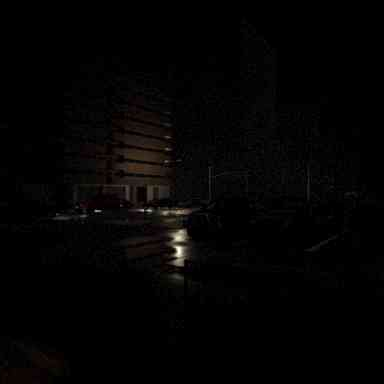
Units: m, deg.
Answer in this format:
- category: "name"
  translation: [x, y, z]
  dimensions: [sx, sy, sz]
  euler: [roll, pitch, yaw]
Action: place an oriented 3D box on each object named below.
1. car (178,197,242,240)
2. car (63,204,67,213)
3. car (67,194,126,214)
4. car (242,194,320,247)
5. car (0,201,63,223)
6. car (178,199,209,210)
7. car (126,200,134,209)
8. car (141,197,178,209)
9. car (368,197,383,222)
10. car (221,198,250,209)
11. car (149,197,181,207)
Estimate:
- category: "car"
  translation: [1.585, 1.153, 15.981]
  dimensions: [1.932, 1.855, 4.605]
  euler: [0, 0, 34]
- category: "car"
  translation: [-15.267, 1.601, 35.092]
  dimensions: [1.895, 1.301, 4.718]
  euler: [0, 0, 34]
- category: "car"
  translation: [-10.244, 1.221, 36.285]
  dimensions: [2.150, 2.045, 5.566]
  euler: [0, 0, 34]
- category: "car"
  translation: [3.950, 1.156, 14.313]
  dimensions: [1.905, 1.878, 3.866]
  euler: [0, 0, 34]
- category: "car"
  translation: [-12.883, 1.505, 25.717]
  dimensions: [1.837, 1.490, 4.892]
  euler: [0, 0, 34]
- category: "car"
  translation: [0.217, 1.601, 45.219]
  dimensions: [1.895, 1.301, 4.718]
  euler: [0, 0, 34]
- category: "car"
  translation: [-9.885, 1.547, 43.091]
  dimensions: [2.033, 1.411, 5.357]
  euler: [0, 0, 34]
- category: "car"
  translation: [-4.428, 1.547, 44.917]
  dimensions: [2.033, 1.411, 5.357]
  euler: [0, 0, 34]
- category: "car"
  translation: [15.988, 1.395, 27.256]
  dimensions: [1.970, 1.475, 3.806]
  euler: [0, 0, 34]
- category: "car"
  translation: [6.354, 1.547, 48.073]
  dimensions: [2.033, 1.411, 5.357]
  euler: [0, 0, 34]
- category: "car"
  translation: [-4.045, 1.547, 51.702]
  dimensions: [2.033, 1.411, 5.357]
  euler: [0, 0, 35]
